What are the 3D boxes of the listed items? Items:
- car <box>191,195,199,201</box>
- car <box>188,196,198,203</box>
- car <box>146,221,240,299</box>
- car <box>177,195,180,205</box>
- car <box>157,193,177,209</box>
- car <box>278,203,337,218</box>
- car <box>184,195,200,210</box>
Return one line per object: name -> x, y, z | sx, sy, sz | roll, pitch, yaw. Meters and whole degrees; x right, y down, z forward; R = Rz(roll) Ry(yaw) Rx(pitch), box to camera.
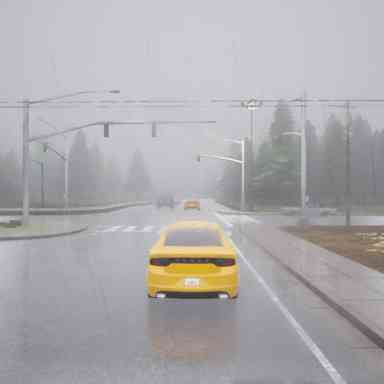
car -> 0.701, 1.442, 83.129 | 1.837, 1.490, 4.892 | 0, 0, 2
car -> 0.302, 1.537, 72.736 | 2.033, 1.411, 5.357 | 0, 0, 2
car -> 0.049, 1.474, 8.513 | 1.882, 1.535, 5.008 | 0, 0, 1
car -> -3.537, 1.352, 55.952 | 2.097, 1.767, 4.553 | 0, 0, 0
car -> -3.592, 1.221, 45.658 | 2.150, 2.045, 5.566 | 0, 0, -1
car -> 10.161, 1.628, 29.577 | 4.718, 1.301, 1.895 | 0, 0, 1
car -> 0.020, 1.478, 42.176 | 1.882, 1.535, 5.008 | 0, 0, 0
